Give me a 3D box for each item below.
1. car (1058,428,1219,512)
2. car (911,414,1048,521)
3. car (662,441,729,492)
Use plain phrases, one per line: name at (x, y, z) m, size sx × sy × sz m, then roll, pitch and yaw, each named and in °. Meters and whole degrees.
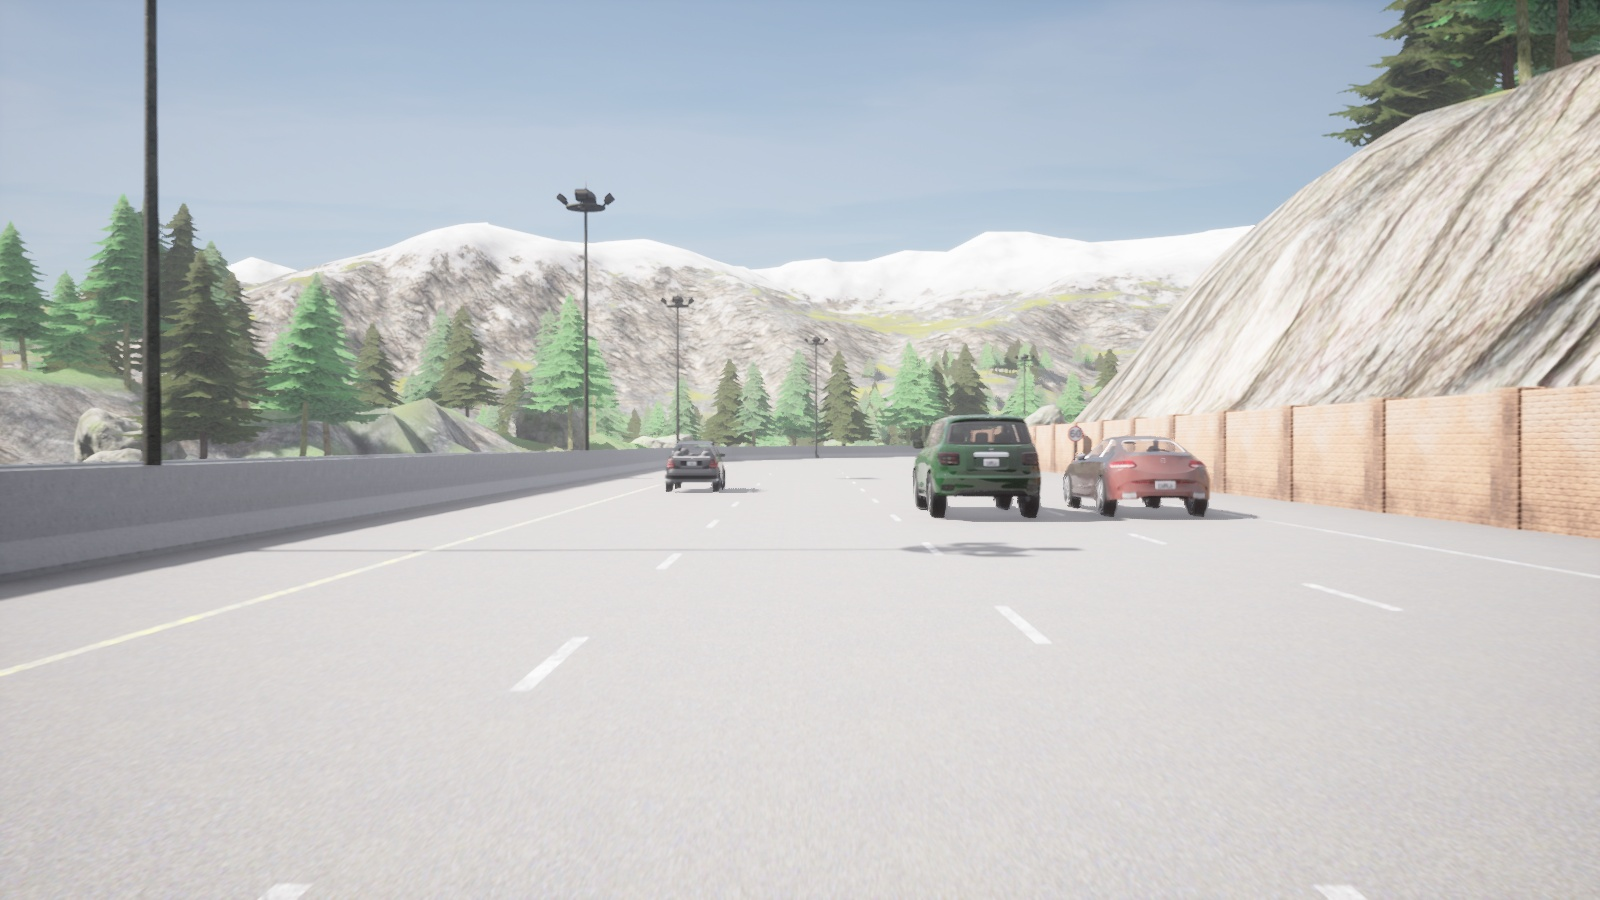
car at (7.161, 0.377, 27.195) m, size 2.152 × 1.651 × 5.027 m, roll 0°, pitch 0°, yaw 0°
car at (3.658, 0.317, 26.696) m, size 2.150 × 2.045 × 5.566 m, roll 0°, pitch 0°, yaw 0°
car at (-3.272, 0.497, 39.885) m, size 1.789 × 1.549 × 3.705 m, roll 0°, pitch 0°, yaw 0°
